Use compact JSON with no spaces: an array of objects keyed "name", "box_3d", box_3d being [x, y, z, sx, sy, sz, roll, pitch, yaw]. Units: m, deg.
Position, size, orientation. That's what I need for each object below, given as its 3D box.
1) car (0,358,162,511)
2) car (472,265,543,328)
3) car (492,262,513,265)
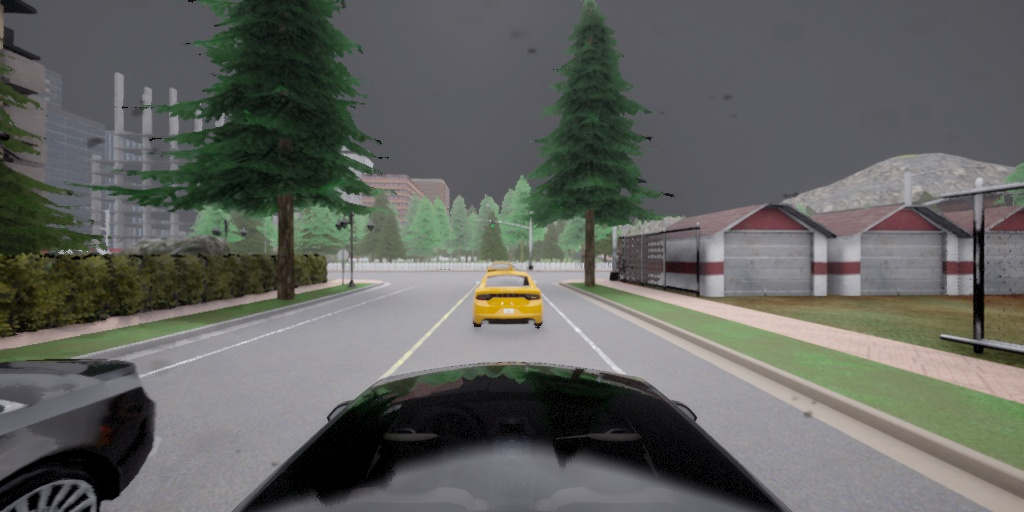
[{"name":"car","box_3d":[-3.646,1.244,0.677,2.128,1.511,4.902,0,0,0]},{"name":"car","box_3d":[-0.170,1.207,11.310,1.882,1.535,5.008,0,0,-2]},{"name":"car","box_3d":[-0.651,1.180,25.107,1.882,1.535,5.008,-1,0,3]}]
